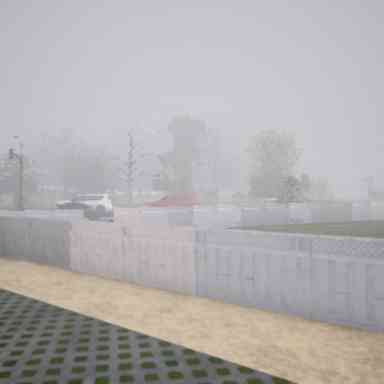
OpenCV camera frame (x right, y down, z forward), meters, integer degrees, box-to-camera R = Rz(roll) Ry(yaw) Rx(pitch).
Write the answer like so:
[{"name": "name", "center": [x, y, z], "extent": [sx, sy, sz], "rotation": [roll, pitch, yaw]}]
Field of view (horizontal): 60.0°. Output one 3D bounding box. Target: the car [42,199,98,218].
[{"name": "car", "center": [-11.316, 1.645, 30.378], "extent": [4.674, 1.442, 1.812], "rotation": [-1, 2, -17]}]

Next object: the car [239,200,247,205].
[{"name": "car", "center": [7.969, 1.370, 36.815], "extent": [5.357, 1.411, 2.033], "rotation": [-1, 2, -18]}]

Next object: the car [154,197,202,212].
[{"name": "car", "center": [-1.544, 1.352, 37.063], "extent": [5.008, 1.535, 1.882], "rotation": [-1, 2, -19]}]

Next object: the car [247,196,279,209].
[{"name": "car", "center": [8.477, 1.387, 33.356], "extent": [5.008, 1.535, 1.882], "rotation": [-1, 2, -18]}]

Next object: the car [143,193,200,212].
[{"name": "car", "center": [-2.112, 1.196, 33.441], "extent": [5.566, 2.045, 2.150], "rotation": [-1, 2, -19]}]

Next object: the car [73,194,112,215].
[{"name": "car", "center": [-11.025, 1.246, 33.886], "extent": [5.566, 2.045, 2.150], "rotation": [-1, 2, -18]}]

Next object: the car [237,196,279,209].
[{"name": "car", "center": [7.930, 1.259, 40.224], "extent": [4.674, 1.442, 1.812], "rotation": [-1, 2, -18]}]
